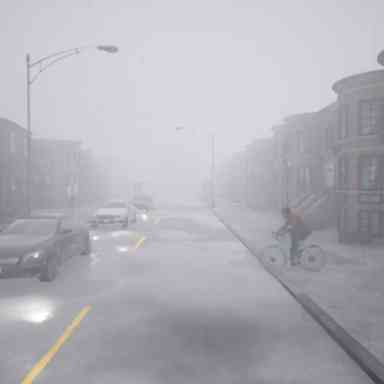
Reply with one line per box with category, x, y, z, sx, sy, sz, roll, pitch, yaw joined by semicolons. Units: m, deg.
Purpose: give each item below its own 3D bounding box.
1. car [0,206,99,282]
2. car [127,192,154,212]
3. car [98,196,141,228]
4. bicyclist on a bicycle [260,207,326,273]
car;-4.206;1.349;9.329;1.812;1.442;4.674;0;1;-1
car;-4.506;0.986;29.689;2.033;1.411;5.357;0;1;-1
car;-4.367;1.162;19.218;1.812;1.442;4.674;0;1;-1
bicyclist on a bicycle;2.478;1.190;8.196;1.656;1.620;0.582;0;1;-1
